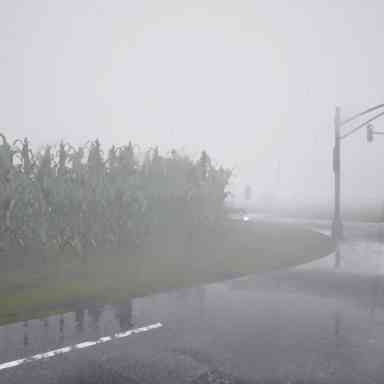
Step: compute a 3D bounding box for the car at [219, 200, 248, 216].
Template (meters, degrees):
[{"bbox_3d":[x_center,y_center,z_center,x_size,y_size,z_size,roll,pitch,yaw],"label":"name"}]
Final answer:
[{"bbox_3d":[3.143,1.501,31.939,2.033,1.411,5.357,1,0,-26],"label":"car"}]
